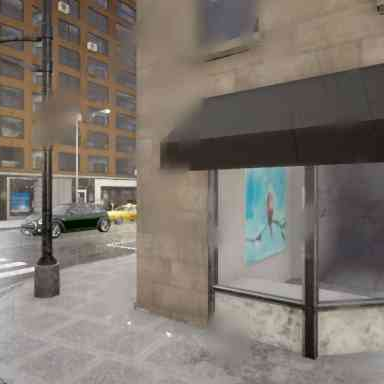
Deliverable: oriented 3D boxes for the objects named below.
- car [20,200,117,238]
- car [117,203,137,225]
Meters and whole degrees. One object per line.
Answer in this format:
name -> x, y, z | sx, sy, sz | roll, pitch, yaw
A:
car -> -6.626, 1.366, 17.807 | 2.097, 1.767, 4.553 | 0, 0, 36
car -> -4.825, 1.548, 24.633 | 1.752, 1.417, 4.829 | 0, 0, 36
